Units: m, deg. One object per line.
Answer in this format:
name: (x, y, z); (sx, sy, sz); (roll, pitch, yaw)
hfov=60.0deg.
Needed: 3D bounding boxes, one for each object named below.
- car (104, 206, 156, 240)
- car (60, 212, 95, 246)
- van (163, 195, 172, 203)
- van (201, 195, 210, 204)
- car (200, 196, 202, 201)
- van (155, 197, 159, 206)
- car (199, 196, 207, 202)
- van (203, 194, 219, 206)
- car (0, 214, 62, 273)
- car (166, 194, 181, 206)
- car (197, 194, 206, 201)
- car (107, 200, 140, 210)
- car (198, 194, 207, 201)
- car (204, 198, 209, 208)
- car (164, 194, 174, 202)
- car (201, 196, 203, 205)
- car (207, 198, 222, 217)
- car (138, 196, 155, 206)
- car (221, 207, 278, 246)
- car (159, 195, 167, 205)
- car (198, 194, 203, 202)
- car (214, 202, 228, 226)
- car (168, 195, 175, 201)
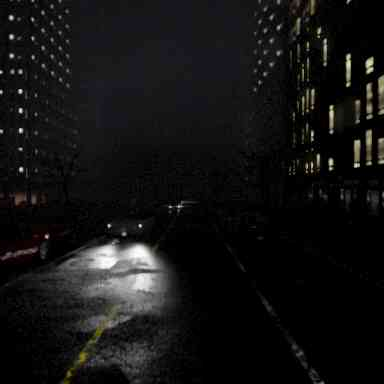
car: (-3.097, 1.638, 17.458); (1.895, 1.301, 4.718); (0, 0, 0)
car: (-5.700, 1.614, 15.235); (1.802, 1.307, 4.206); (-1, 0, 0)
van: (-5.695, 1.504, 77.114); (1.690, 1.788, 3.998); (-1, 0, 0)
van: (2.683, 1.481, 65.862); (1.690, 1.788, 3.998); (-1, 0, 0)
car: (2.686, 1.698, 54.611); (1.802, 1.307, 4.206); (-1, 0, 0)
van: (-5.701, 1.434, 43.362); (1.690, 1.788, 3.998); (-1, 0, 0)
car: (2.690, 1.720, 82.738); (1.887, 1.381, 4.507); (-1, 0, 0)
van: (2.679, 1.434, 43.361); (1.690, 1.788, 3.998); (-1, 0, 0)
car: (-5.702, 1.565, 9.611); (1.887, 1.381, 4.507); (-1, 0, 0)
car: (-3.039, 1.631, 59.421); (1.837, 1.490, 4.892); (0, 0, 1)
car: (2.687, 1.512, 93.990); (2.192, 1.841, 5.009); (-1, 0, 0)
car: (-5.699, 1.601, 26.486); (1.887, 1.381, 4.507); (-1, 0, 0)
car: (2.686, 1.501, 88.364); (2.192, 1.841, 5.009); (-1, 0, 0)
car: (2.683, 1.647, 37.735); (1.947, 1.339, 4.313); (-1, 0, 0)
car: (-5.695, 1.490, 82.740); (2.192, 1.841, 5.009); (-1, 0, 0)
car: (2.684, 1.630, 49.155); (1.752, 1.417, 4.829); (-1, 0, 0)
car: (2.682, 1.594, 32.280); (1.752, 1.417, 4.829); (-1, 0, 0)
car: (-5.700, 1.521, 37.736); (1.967, 1.590, 4.097); (-1, 0, 0)
car: (2.680, 1.583, 15.234); (2.008, 1.369, 4.403); (-1, 0, 0)
car: (-5.694, 1.679, 60.237); (2.008, 1.369, 4.403); (-1, 0, 0)
car: (2.684, 1.568, 60.237); (1.967, 1.590, 4.097); (-1, 0, 0)
car: (2.680, 1.589, 20.859); (1.887, 1.381, 4.507); (-1, 0, 0)
car: (-5.689, 1.722, 93.821); (1.752, 1.417, 4.829); (-1, 0, 0)
